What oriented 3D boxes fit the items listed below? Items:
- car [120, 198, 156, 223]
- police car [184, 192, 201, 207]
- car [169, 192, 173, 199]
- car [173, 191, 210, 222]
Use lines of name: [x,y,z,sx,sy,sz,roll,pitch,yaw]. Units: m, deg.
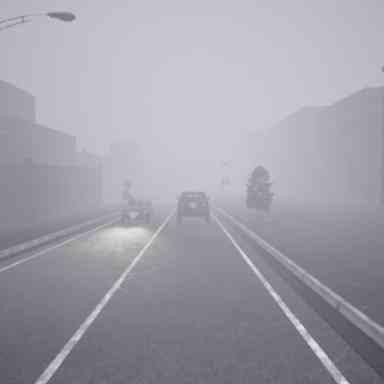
car: [-3.596,1.209,22.753,2.128,1.511,4.902,0,1,0]
police car: [0.050,0.886,41.742,1.930,1.638,5.238,0,1,0]
car: [-3.480,0.694,65.080,2.128,1.511,4.902,0,1,1]
car: [0.092,0.934,23.272,2.150,2.045,5.566,0,1,0]
